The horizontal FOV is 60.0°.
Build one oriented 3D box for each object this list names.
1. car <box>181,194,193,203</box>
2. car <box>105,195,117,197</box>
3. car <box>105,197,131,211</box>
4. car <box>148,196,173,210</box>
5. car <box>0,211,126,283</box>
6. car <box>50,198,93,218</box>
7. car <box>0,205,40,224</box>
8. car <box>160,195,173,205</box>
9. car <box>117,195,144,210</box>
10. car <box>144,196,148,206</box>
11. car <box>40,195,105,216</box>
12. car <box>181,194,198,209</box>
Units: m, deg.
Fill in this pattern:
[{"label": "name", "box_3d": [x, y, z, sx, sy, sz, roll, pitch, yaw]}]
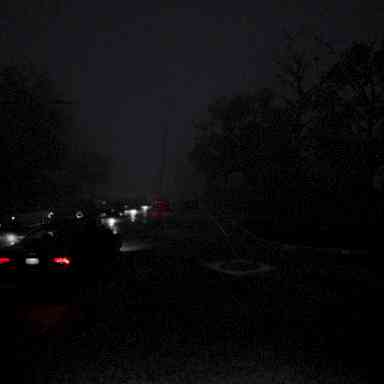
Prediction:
[{"label": "car", "box_3d": [-0.975, 1.200, 62.043, 1.882, 1.535, 5.008, 0, 0, -3]}, {"label": "car", "box_3d": [-10.760, 1.175, 39.691, 2.097, 1.767, 4.553, 0, 0, -1]}, {"label": "car", "box_3d": [-7.163, 1.414, 29.766, 2.033, 1.411, 5.357, 0, 0, 0]}, {"label": "car", "box_3d": [-3.599, 1.315, 39.107, 2.128, 1.511, 4.902, 0, 0, -1]}, {"label": "car", "box_3d": [-3.399, 1.504, 9.584, 2.033, 1.411, 5.357, 0, 0, 0]}, {"label": "car", "box_3d": [-10.665, 1.358, 29.853, 2.128, 1.511, 4.902, 0, 0, 0]}, {"label": "car", "box_3d": [-10.614, 1.509, 20.530, 1.895, 1.301, 4.718, 0, 0, 0]}, {"label": "car", "box_3d": [-4.149, 1.302, 54.922, 2.033, 1.411, 5.357, 0, 0, -2]}, {"label": "car", "box_3d": [-7.263, 1.387, 39.640, 1.994, 1.385, 4.181, 0, 0, -1]}, {"label": "car", "box_3d": [-7.502, 1.282, 49.644, 1.837, 1.490, 4.892, 0, 0, -2]}, {"label": "car", "box_3d": [-7.062, 1.261, 20.294, 2.097, 1.767, 4.553, 0, 0, -1]}, {"label": "car", "box_3d": [-0.180, 1.286, 42.862, 1.882, 1.535, 5.008, 0, 0, -1]}]
